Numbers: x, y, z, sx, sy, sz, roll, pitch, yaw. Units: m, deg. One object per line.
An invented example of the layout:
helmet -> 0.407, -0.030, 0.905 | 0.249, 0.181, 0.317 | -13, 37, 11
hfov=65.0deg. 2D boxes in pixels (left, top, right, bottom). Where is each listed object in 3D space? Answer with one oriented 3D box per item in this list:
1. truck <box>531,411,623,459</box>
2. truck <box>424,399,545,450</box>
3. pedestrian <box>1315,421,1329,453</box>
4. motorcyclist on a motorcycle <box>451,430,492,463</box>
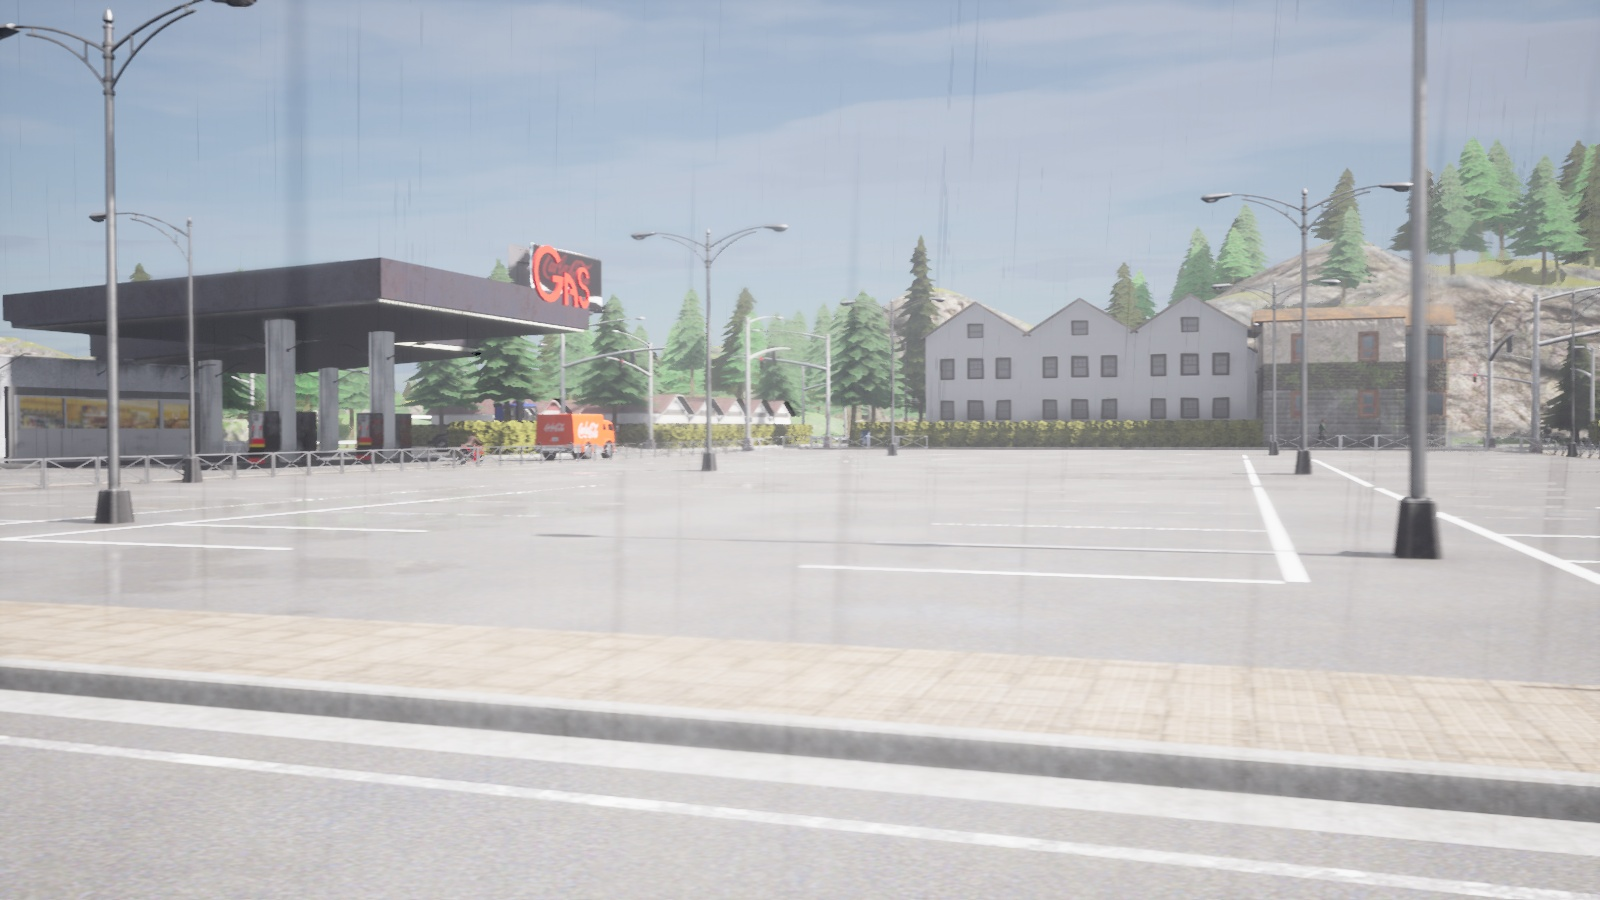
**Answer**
truck -> -11.863, -0.784, 67.162 | 2.627, 2.467, 5.204 | 1, 1, 19
truck -> -22.428, -1.795, 89.228 | 7.936, 3.462, 2.891 | 0, 2, 19
pedestrian -> 32.013, -0.821, 77.008 | 0.788, 1.949, 0.423 | 1, 1, 20
motorcyclist on a motorcycle -> -15.141, -0.176, 57.921 | 0.797, 1.523, 2.044 | 1, 1, 19
